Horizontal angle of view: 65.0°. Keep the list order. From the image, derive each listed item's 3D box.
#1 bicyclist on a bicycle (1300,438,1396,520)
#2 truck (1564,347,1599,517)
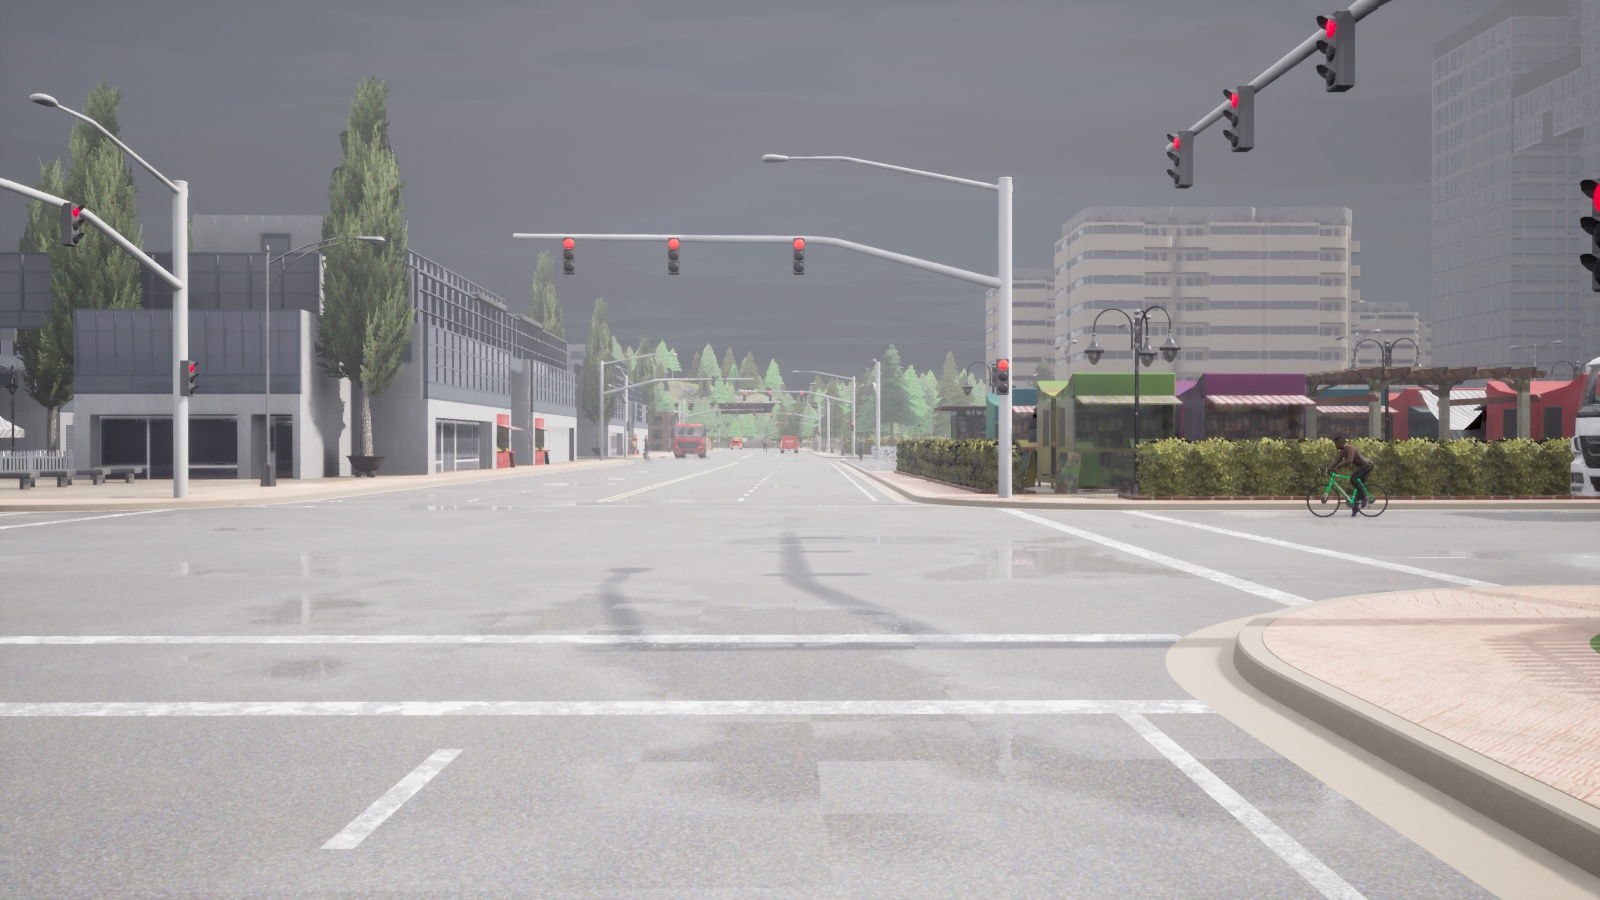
[{"bbox_3d":[10.932,0.567,25.075,1.656,1.620,0.582,0,0,-1],"label":"bicyclist on a bicycle"},{"bbox_3d":[20.193,-0.362,25.251,7.936,3.462,2.891,0,0,-1],"label":"truck"}]
